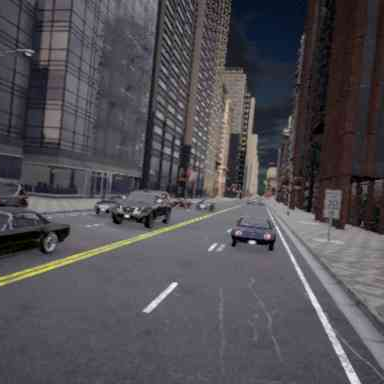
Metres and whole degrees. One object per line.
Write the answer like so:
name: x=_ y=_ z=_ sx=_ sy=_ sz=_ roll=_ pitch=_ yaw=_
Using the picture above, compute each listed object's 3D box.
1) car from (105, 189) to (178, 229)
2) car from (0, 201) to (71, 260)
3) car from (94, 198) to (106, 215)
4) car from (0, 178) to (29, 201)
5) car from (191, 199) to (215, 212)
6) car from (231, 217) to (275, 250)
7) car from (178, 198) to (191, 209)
car: x=-2.815 y=0.916 z=20.143 sx=2.150 sy=2.045 sz=5.566 roll=6 pitch=1 yaw=12
car: x=-5.260 y=1.071 z=8.673 sx=1.895 sy=1.301 sz=4.718 roll=6 pitch=0 yaw=12
car: x=-5.294 y=0.946 z=24.184 sx=2.128 sy=1.511 sz=4.902 roll=6 pitch=0 yaw=12
car: x=-7.999 y=0.415 z=11.223 sx=2.150 sy=2.045 sz=5.566 roll=6 pitch=0 yaw=12
car: x=1.795 y=1.638 z=41.787 sx=2.128 sy=1.511 sz=4.902 roll=6 pitch=0 yaw=12
car: x=3.059 y=1.894 z=16.338 sx=1.895 sy=1.301 sz=4.718 roll=6 pitch=0 yaw=12
car: x=-1.260 y=1.441 z=42.998 sx=1.895 sy=1.301 sz=4.718 roll=6 pitch=0 yaw=12
